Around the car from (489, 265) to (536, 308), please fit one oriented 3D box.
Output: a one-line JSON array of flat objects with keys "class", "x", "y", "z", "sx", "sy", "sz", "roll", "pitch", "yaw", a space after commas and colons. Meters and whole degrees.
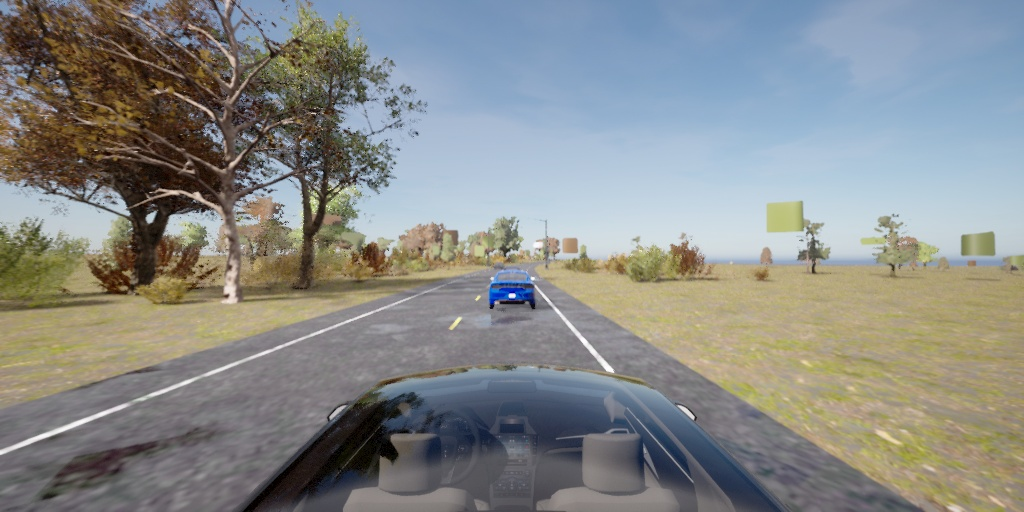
[{"class": "car", "x": 0.024, "y": 1.374, "z": 16.090, "sx": 1.882, "sy": 1.535, "sz": 5.008, "roll": 0, "pitch": 0, "yaw": 0}]
